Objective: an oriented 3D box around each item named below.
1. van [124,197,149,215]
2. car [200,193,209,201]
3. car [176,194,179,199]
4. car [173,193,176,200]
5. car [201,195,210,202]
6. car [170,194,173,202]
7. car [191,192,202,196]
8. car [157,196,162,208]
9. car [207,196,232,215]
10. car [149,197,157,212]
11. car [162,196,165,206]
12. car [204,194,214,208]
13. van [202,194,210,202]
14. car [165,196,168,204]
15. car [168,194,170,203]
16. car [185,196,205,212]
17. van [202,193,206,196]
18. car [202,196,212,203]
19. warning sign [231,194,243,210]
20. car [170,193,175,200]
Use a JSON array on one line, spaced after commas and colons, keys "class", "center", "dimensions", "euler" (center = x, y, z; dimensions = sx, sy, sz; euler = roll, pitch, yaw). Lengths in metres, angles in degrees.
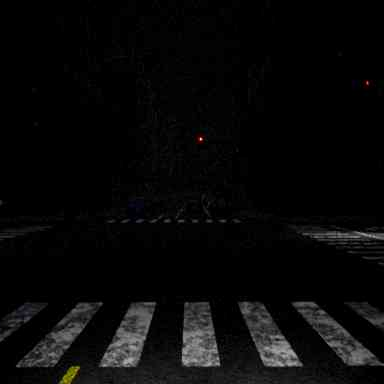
[{"class": "van", "center": [-5.686, 1.340, 33.341], "dimensions": [1.690, 1.788, 3.998], "euler": [0, 0, 0]}, {"class": "car", "center": [3.110, 1.301, 84.321], "dimensions": [2.192, 1.841, 5.009], "euler": [0, 0, 0]}, {"class": "car", "center": [-5.385, 1.298, 90.024], "dimensions": [2.192, 1.841, 5.009], "euler": [0, 0, 0]}, {"class": "car", "center": [-5.446, 1.514, 78.517], "dimensions": [1.752, 1.417, 4.829], "euler": [0, 0, 0]}, {"class": "car", "center": [3.080, 1.429, 78.652], "dimensions": [1.967, 1.590, 4.097], "euler": [0, 0, 0]}, {"class": "car", "center": [-5.505, 1.560, 67.351], "dimensions": [1.947, 1.339, 4.313], "euler": [0, 0, 0]}, {"class": "car", "center": [0.450, 1.345, 66.750], "dimensions": [2.097, 1.767, 4.553], "euler": [0, 0, 0]}, {"class": "car", "center": [-5.625, 1.564, 44.678], "dimensions": [1.947, 1.339, 4.313], "euler": [0, 0, 0]}, {"class": "car", "center": [2.840, 1.439, 33.298], "dimensions": [1.967, 1.590, 4.097], "euler": [0, 0, 0]}, {"class": "car", "center": [-5.656, 1.439, 39.010], "dimensions": [1.967, 1.590, 4.097], "euler": [0, 0, 0]}, {"class": "car", "center": [-5.596, 1.580, 50.346], "dimensions": [1.802, 1.307, 4.206], "euler": [0, 0, 0]}, {"class": "car", "center": [2.900, 1.439, 44.636], "dimensions": [1.967, 1.590, 4.097], "euler": [0, 0, 0]}, {"class": "van", "center": [3.050, 1.332, 72.983], "dimensions": [1.690, 1.788, 3.998], "euler": [0, 0, 0]}, {"class": "car", "center": [-5.566, 1.563, 56.014], "dimensions": [1.947, 1.339, 4.313], "euler": [0, 0, 0]}, {"class": "car", "center": [-5.536, 1.521, 61.512], "dimensions": [1.752, 1.417, 4.829], "euler": [0, 0, 0]}, {"class": "car", "center": [0.293, 1.524, 38.501], "dimensions": [1.812, 1.442, 4.674], "euler": [0, 0, 0]}, {"class": "van", "center": [2.960, 1.338, 55.975], "dimensions": [1.690, 1.788, 3.998], "euler": [0, 0, 0]}, {"class": "car", "center": [3.020, 1.545, 67.314], "dimensions": [2.008, 1.369, 4.403], "euler": [0, 0, 0]}, {"class": "warning sign", "center": [5.273, 1.114, 39.280], "dimensions": [1.300, 1.860, 1.060], "euler": [0, 0, 0]}, {"class": "car", "center": [-5.475, 1.536, 73.018], "dimensions": [1.887, 1.381, 4.507], "euler": [0, 0, 0]}]
